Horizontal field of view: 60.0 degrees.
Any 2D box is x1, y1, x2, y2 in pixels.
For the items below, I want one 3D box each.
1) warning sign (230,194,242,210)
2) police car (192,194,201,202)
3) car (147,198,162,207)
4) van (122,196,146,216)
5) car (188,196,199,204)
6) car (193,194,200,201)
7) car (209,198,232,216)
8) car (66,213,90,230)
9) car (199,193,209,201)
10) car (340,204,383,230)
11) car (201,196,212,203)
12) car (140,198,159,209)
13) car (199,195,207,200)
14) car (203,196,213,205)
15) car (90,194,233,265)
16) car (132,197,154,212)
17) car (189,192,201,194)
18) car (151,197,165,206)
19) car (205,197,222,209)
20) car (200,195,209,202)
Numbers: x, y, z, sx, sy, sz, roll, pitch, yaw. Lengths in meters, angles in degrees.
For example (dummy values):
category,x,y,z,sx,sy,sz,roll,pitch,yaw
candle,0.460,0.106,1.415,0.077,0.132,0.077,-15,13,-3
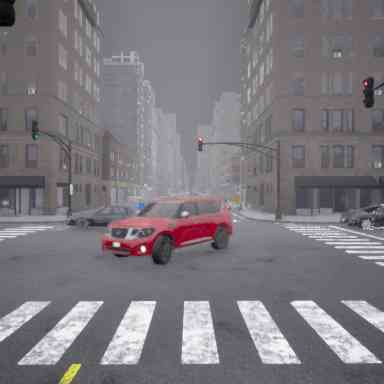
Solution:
category,x,y,z,sx,sy,sz,roll,pitch,yaw
warning sign,5.227,1.118,39.351,1.300,1.860,1.060,0,0,0
police car,1.120,1.421,79.464,1.930,1.638,5.238,0,0,-1
car,-5.655,1.585,50.405,1.802,1.307,4.206,0,0,0
van,-5.725,1.343,33.400,1.690,1.788,3.998,0,0,0
car,0.255,1.565,62.937,1.994,1.385,4.181,0,0,0
car,1.152,1.447,89.559,1.801,1.575,5.366,0,0,0
car,2.801,1.442,33.367,1.967,1.590,4.097,0,0,0
car,-4.846,1.547,20.598,5.357,1.411,2.033,0,0,0
car,3.010,1.308,84.389,2.192,1.841,5.009,0,0,0
car,11.828,1.517,20.690,4.892,1.490,1.837,0,0,0
car,2.941,1.551,67.382,2.008,1.369,4.403,0,0,0
car,-5.678,1.568,44.736,1.947,1.339,4.313,0,0,0
car,3.034,1.557,90.059,1.947,1.339,4.313,0,0,0
car,2.918,1.527,61.882,1.752,1.417,4.829,0,0,0
car,-0.617,1.222,12.193,2.150,2.045,5.566,-1,-1,37
car,-5.702,1.442,39.068,1.967,1.590,4.097,0,0,0
car,0.297,1.038,72.971,2.150,2.045,5.566,0,0,0
car,-5.632,1.568,56.073,1.947,1.339,4.313,0,0,0
car,2.847,1.443,44.705,1.967,1.590,4.097,0,0,0
car,2.988,1.436,78.721,1.967,1.590,4.097,0,0,0
